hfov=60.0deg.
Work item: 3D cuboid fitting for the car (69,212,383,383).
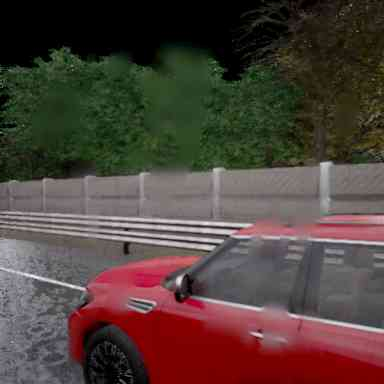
[{"bbox_3d":[1.226,1.225,3.117,5.566,2.045,2.150,0,0,35],"label":"car"}]
